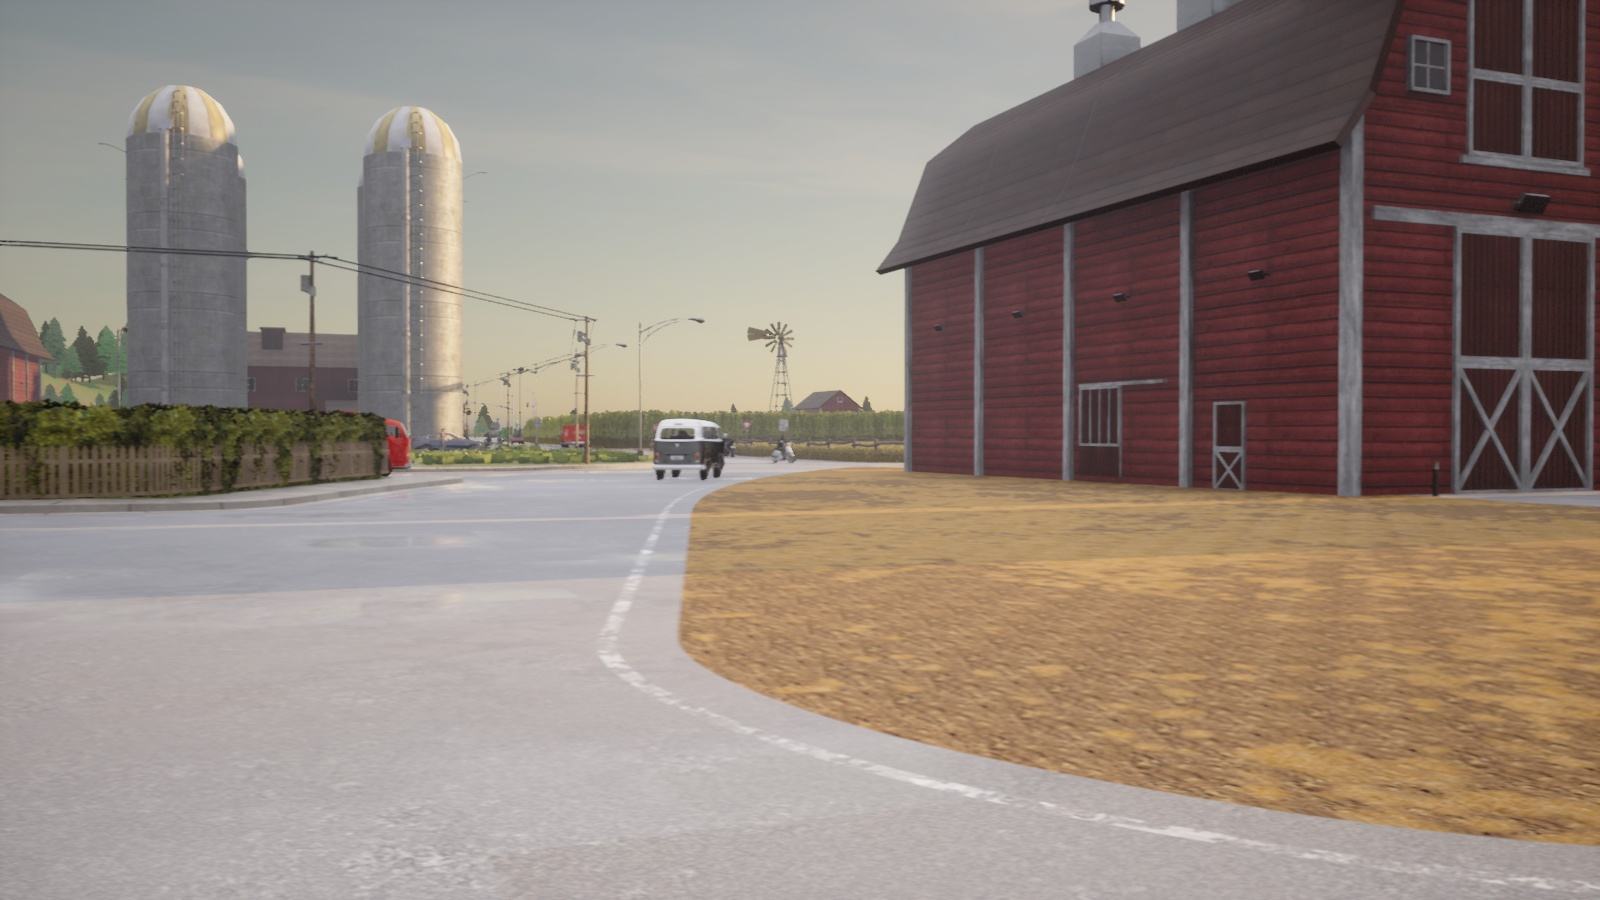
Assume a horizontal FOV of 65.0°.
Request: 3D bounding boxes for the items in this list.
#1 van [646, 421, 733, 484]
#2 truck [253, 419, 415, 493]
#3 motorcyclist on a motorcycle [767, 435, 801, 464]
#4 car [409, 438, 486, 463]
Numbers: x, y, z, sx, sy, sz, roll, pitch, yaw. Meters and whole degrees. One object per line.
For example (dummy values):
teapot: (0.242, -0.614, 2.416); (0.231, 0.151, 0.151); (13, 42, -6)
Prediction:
van: (-3.730, 0.054, 43.279); (2.069, 2.038, 4.480); (-1, 1, 7)
truck: (-16.795, 0.180, 45.577); (5.204, 2.467, 2.627); (-1, 1, -14)
motorcyclist on a motorcycle: (-0.857, -0.031, 68.153); (0.866, 1.590, 1.817); (0, 0, -42)
car: (-25.094, 0.009, 89.459); (5.027, 1.651, 2.152); (-1, 1, -22)
